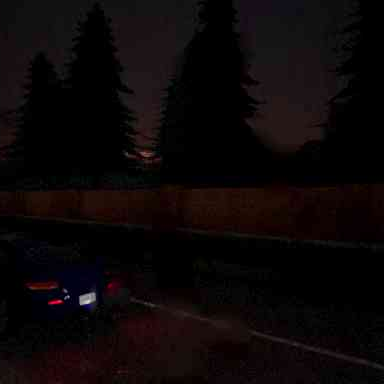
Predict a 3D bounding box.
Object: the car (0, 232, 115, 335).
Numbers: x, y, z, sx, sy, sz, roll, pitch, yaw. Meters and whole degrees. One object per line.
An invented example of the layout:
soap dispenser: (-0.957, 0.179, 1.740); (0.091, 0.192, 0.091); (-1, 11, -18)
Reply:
car: (-3.494, 1.558, 6.759); (4.674, 1.442, 1.812); (0, 0, 38)
